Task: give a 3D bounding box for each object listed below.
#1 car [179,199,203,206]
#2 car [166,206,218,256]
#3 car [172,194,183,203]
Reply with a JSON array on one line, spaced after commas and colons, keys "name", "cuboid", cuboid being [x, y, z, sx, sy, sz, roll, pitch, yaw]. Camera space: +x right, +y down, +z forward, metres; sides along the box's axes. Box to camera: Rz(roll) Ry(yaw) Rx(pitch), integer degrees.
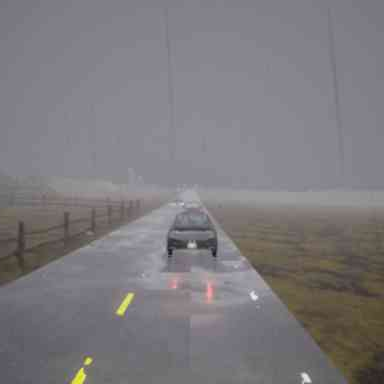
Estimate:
[{"name": "car", "cuboid": [0.030, 1.586, 28.877, 1.812, 1.442, 4.674, 0, 0, 1]}, {"name": "car", "cuboid": [0.023, 1.568, 13.479, 2.128, 1.511, 4.902, 0, 0, 0]}, {"name": "car", "cuboid": [-2.762, 1.257, 64.622, 2.097, 1.767, 4.553, 0, 0, 1]}]
